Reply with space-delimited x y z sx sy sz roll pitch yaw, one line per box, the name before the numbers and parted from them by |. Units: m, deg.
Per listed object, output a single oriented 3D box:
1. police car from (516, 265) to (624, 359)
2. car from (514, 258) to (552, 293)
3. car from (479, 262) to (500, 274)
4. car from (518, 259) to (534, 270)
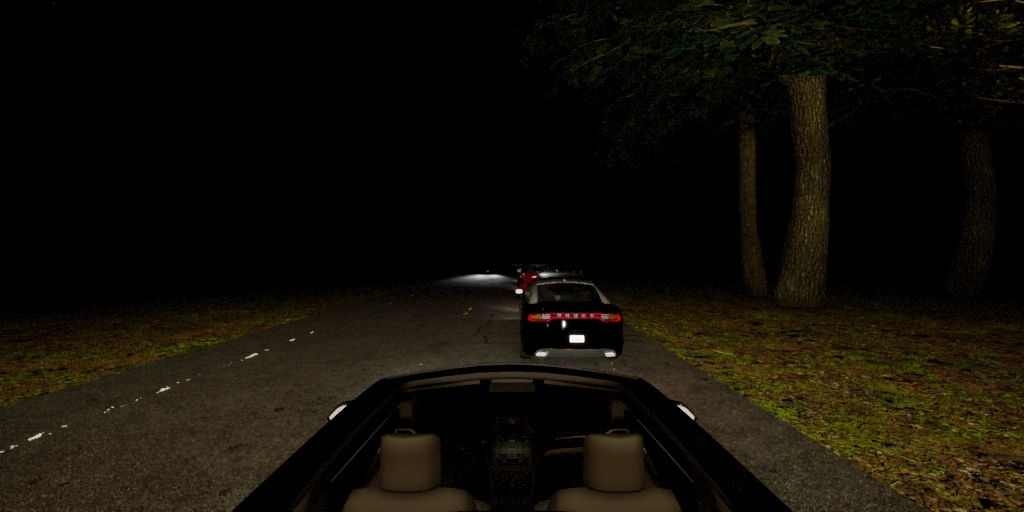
police car | 1.119 1.170 8.549 1.930 1.638 5.238 0 0 1
car | 1.330 1.084 18.370 2.097 1.767 4.553 0 0 2
car | -2.400 1.299 39.573 1.895 1.301 4.718 0 0 3
car | 2.019 1.231 50.941 2.033 1.411 5.357 0 0 4
